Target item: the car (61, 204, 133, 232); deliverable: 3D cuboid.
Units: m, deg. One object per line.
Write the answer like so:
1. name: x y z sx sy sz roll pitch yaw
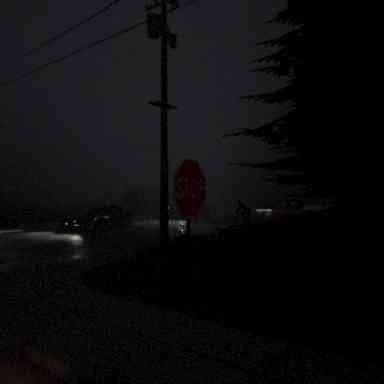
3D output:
1. car: -5.759 1.544 20.744 1.837 1.490 4.892 0 0 33

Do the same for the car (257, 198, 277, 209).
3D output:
1. car: 10.819 1.588 46.363 2.033 1.411 5.357 0 0 33

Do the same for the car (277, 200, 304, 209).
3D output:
1. car: 13.106 1.565 43.293 1.812 1.442 4.674 0 0 33

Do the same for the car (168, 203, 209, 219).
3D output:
1. car: -0.347 1.391 29.143 2.097 1.767 4.553 0 0 33

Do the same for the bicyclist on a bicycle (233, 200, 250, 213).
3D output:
1. bicyclist on a bicycle: 3.085 1.338 20.655 1.656 1.620 0.582 0 0 33
